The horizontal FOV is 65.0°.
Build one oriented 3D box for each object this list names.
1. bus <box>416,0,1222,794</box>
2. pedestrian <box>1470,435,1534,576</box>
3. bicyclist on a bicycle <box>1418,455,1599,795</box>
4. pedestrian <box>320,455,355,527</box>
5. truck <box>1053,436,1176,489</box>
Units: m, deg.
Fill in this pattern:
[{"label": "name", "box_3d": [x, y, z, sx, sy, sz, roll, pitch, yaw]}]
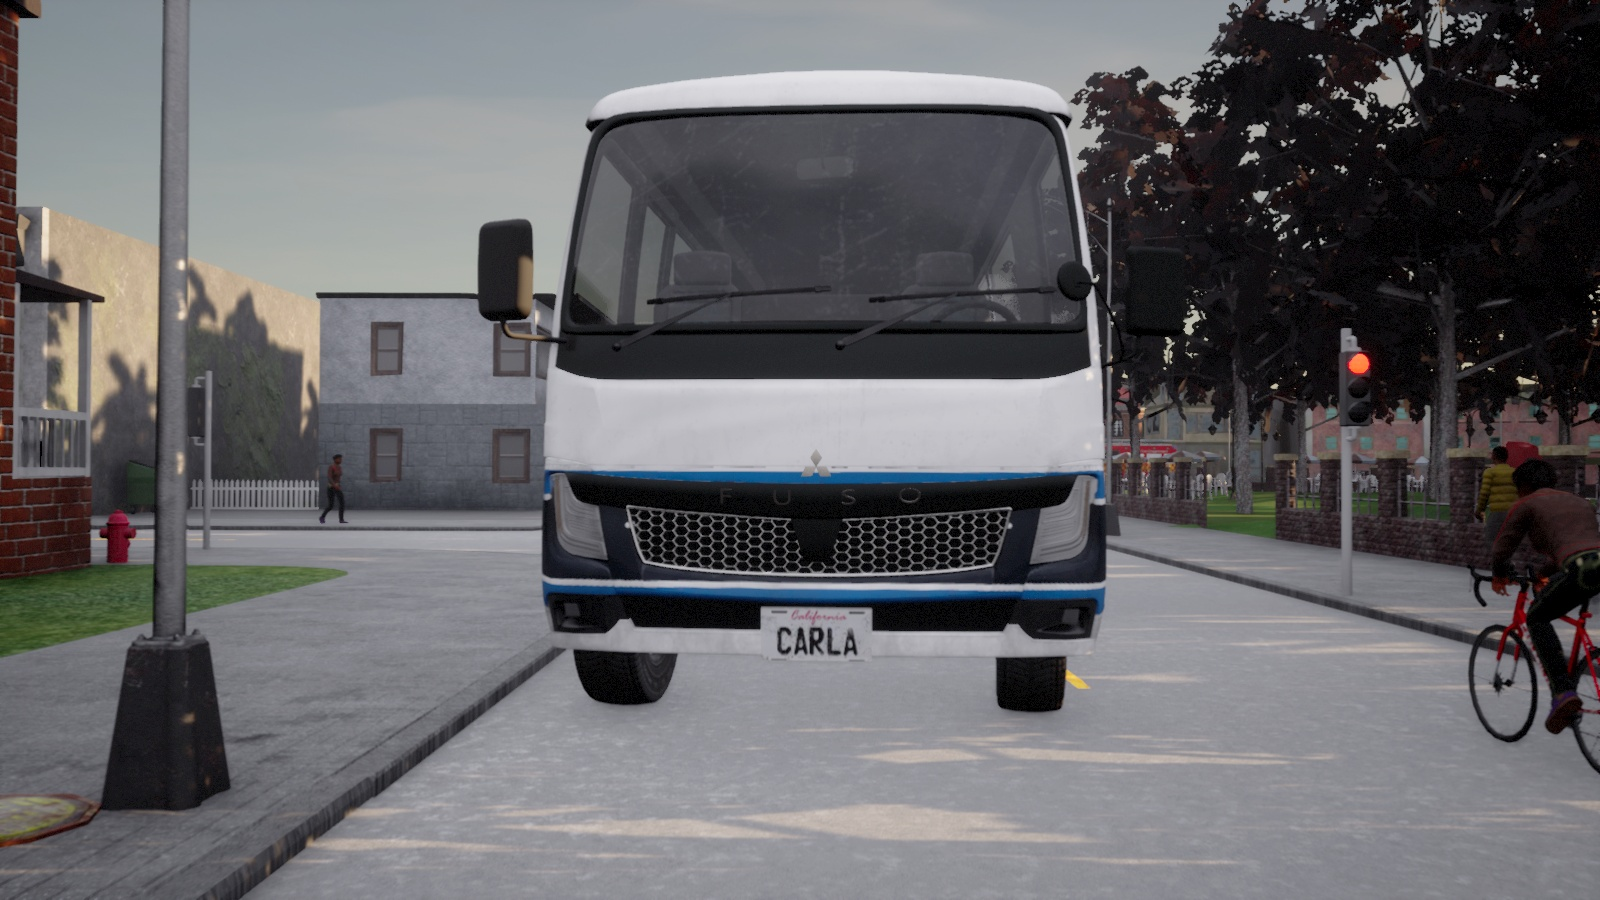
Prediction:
[{"label": "bus", "box_3d": [0.391, -0.401, 11.288, 3.944, 4.253, 10.273, 0, -1, 4]}, {"label": "pedestrian", "box_3d": [9.367, 0.729, 16.766, 0.431, 1.840, 0.709, 0, -1, 0]}, {"label": "bicyclist on a bicycle", "box_3d": [4.084, 0.848, 6.822, 0.582, 1.620, 1.656, 0, -1, -1]}, {"label": "pedestrian", "box_3d": [-11.623, 1.031, 31.575, 0.869, 1.805, 0.328, -1, -1, 27]}, {"label": "truck", "box_3d": [23.498, 0.933, 94.127, 8.468, 3.827, 2.891, 0, -1, 0]}]
